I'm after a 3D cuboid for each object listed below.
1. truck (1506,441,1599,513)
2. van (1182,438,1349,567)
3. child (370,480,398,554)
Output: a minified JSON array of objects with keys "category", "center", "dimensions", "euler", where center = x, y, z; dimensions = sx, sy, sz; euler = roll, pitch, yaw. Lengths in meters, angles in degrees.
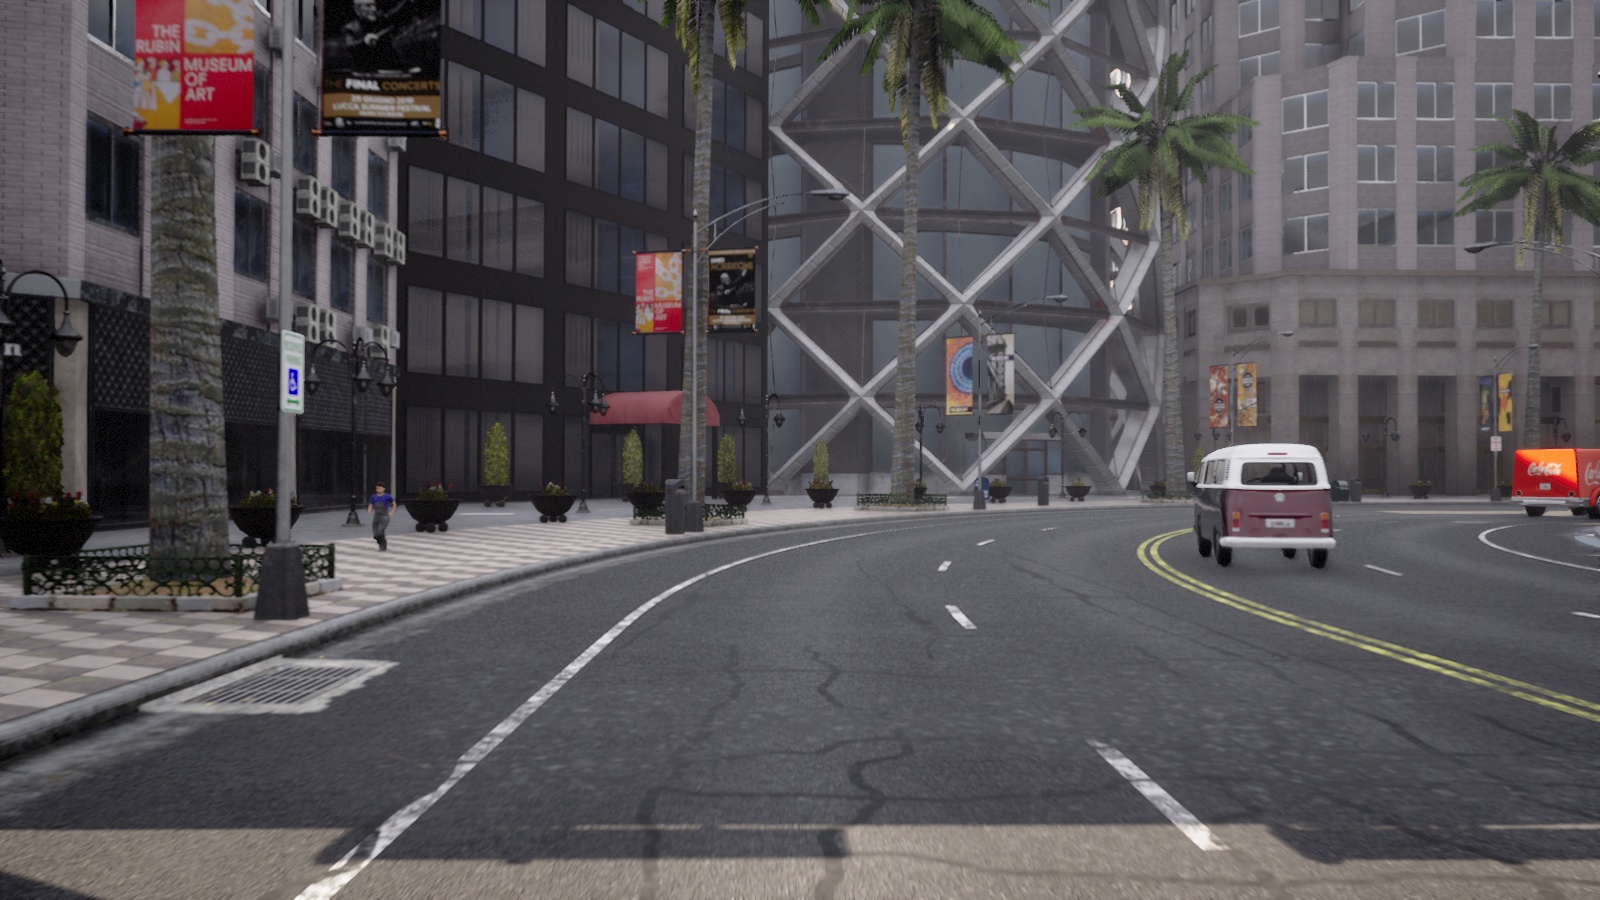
[{"category":"truck","center":[28.516,0.978,45.663],"dimensions":[5.204,2.467,2.627],"euler":[0,-1,-30]},{"category":"van","center":[8.096,0.879,22.292],"dimensions":[2.069,2.038,4.480],"euler":[-1,-1,11]},{"category":"child","center":[-7.156,1.142,21.610],"dimensions":[0.270,1.263,0.437],"euler":[0,-1,9]}]
